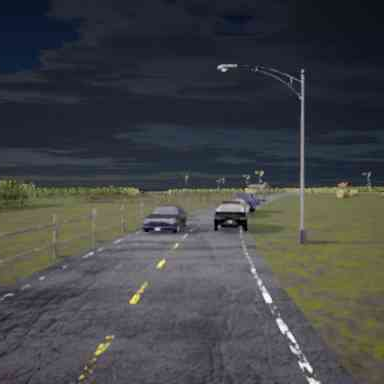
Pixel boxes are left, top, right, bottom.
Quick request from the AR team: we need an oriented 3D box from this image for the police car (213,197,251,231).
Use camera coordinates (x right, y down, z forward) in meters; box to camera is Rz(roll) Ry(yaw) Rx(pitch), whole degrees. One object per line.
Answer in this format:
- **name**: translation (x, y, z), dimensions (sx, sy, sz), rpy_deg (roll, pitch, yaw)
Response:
- **police car**: translation (2.386, 1.353, 20.109), dimensions (1.930, 1.638, 5.238), rpy_deg (0, 0, 8)

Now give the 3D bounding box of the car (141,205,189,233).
- **car**: translation (-1.364, 1.471, 19.280), dimensions (2.033, 1.411, 5.357), rpy_deg (0, 0, 8)

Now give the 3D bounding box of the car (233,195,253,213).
- **car**: translation (4.189, 1.339, 29.872), dimensions (1.801, 1.575, 5.366), rpy_deg (0, 0, 12)

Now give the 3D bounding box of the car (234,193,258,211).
- **car**: translation (5.540, 1.083, 35.460), dimensions (2.150, 2.045, 5.566), rpy_deg (0, 0, 15)

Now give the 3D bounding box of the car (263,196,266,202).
- **car**: translation (13.289, 1.287, 64.897), dimensions (1.994, 1.385, 4.181), rpy_deg (0, 0, 17)

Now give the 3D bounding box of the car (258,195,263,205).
- **car**: translation (9.421, 1.134, 51.791), dimensions (2.097, 1.767, 4.553), rpy_deg (0, 0, 17)

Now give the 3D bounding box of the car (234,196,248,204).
- **car**: translation (8.811, 1.343, 59.402), dimensions (1.895, 1.301, 4.718), rpy_deg (0, 0, 17)
